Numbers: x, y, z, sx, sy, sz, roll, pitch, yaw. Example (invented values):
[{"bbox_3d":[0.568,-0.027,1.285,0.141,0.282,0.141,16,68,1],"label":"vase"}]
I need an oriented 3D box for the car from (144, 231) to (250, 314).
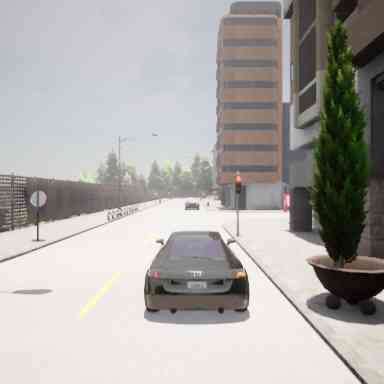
[{"bbox_3d":[0.085,1.577,7.735,1.994,1.385,4.181,0,0,0],"label":"car"}]

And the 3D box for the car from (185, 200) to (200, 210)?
[{"bbox_3d":[0.029,1.673,43.851,1.895,1.301,4.718,0,0,-1],"label":"car"}]
